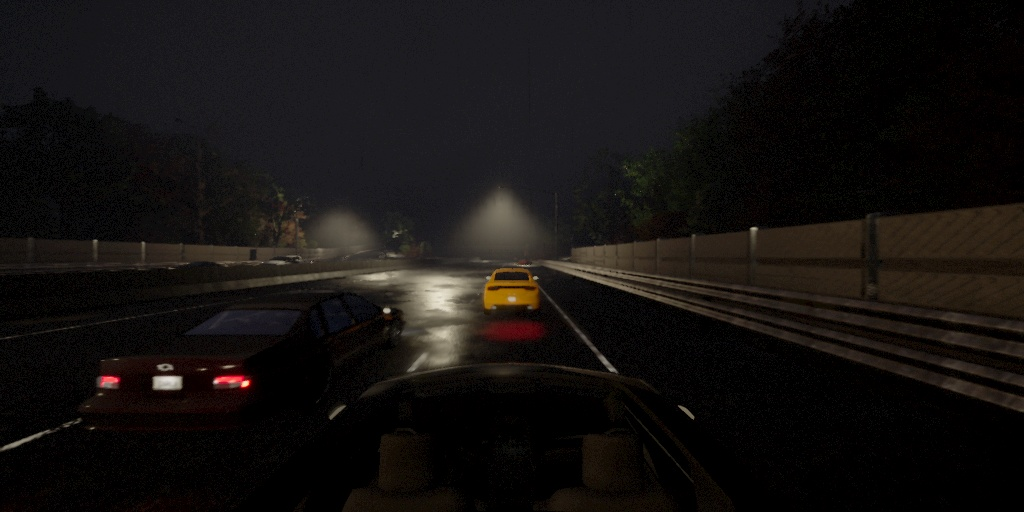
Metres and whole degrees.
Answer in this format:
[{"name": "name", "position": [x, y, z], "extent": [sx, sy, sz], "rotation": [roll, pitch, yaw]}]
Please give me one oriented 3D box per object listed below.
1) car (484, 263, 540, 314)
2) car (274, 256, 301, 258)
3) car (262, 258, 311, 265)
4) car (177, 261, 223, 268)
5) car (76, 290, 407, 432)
[{"name": "car", "position": [0.002, 1.215, 13.790], "extent": [1.882, 1.535, 5.008], "rotation": [0, 0, 0]}, {"name": "car", "position": [-28.042, 0.961, 44.014], "extent": [2.150, 2.045, 5.566], "rotation": [0, 0, 1]}, {"name": "car", "position": [-21.051, 1.225, 34.116], "extent": [2.128, 1.511, 4.902], "rotation": [0, 0, 1]}, {"name": "car", "position": [-31.523, 1.263, 36.192], "extent": [1.812, 1.442, 4.674], "rotation": [0, 0, 1]}, {"name": "car", "position": [-3.398, 1.292, 6.046], "extent": [2.033, 1.411, 5.357], "rotation": [0, 0, 0]}]
